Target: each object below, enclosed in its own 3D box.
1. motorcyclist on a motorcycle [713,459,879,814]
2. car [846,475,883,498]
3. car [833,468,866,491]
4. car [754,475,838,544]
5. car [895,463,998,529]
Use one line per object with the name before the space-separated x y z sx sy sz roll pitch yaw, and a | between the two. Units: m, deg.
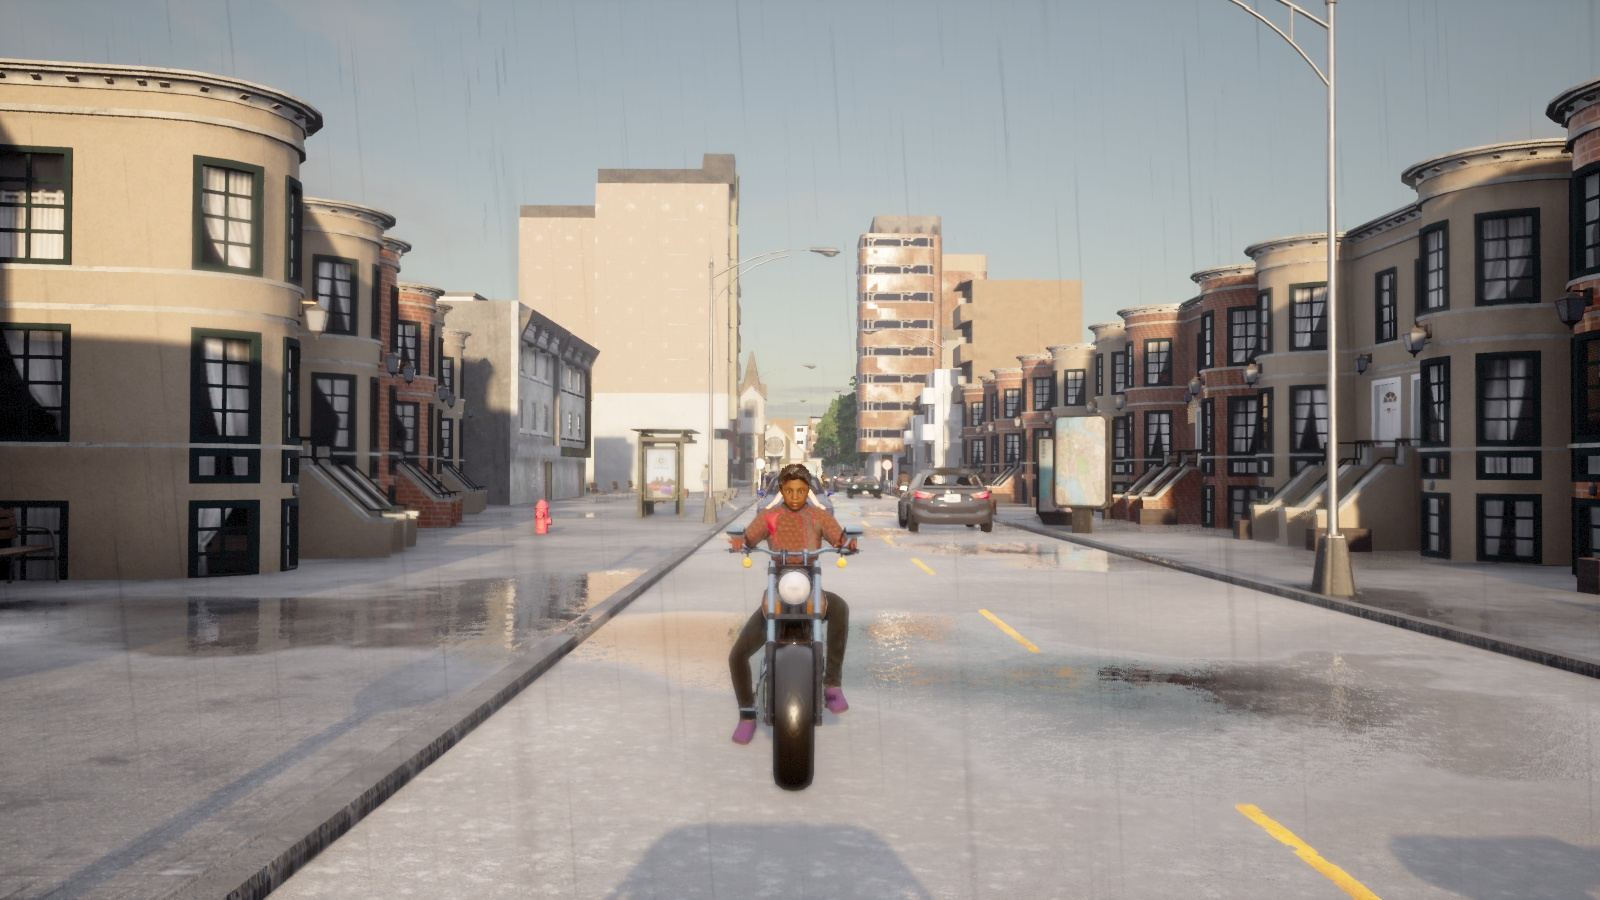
motorcyclist on a motorcycle | -0.025 0.883 7.031 0.766 1.649 2.350 0 -1 0
car | 3.748 2.132 73.513 1.895 1.301 4.718 0 -1 0
car | 3.648 2.214 93.718 2.242 1.667 4.611 0 -1 0
car | -0.095 1.315 29.068 1.816 1.474 4.193 0 -1 0
car | 3.889 1.216 34.172 2.242 1.667 4.611 0 -1 0
